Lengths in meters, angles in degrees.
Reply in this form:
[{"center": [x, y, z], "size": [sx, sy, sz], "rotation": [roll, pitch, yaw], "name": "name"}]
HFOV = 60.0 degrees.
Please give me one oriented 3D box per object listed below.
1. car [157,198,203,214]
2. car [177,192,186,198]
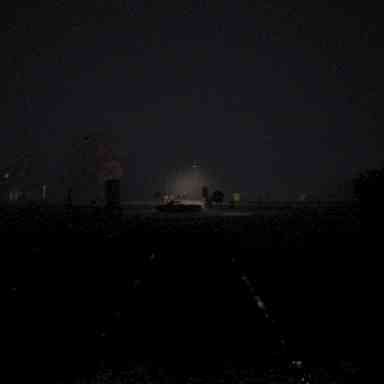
[{"center": [-1.243, 1.609, 34.554], "size": [4.718, 1.301, 1.895], "rotation": [0, 0, -1], "name": "car"}, {"center": [-2.745, 0.891, 86.562], "size": [2.150, 2.045, 5.566], "rotation": [0, 0, 0], "name": "car"}]
